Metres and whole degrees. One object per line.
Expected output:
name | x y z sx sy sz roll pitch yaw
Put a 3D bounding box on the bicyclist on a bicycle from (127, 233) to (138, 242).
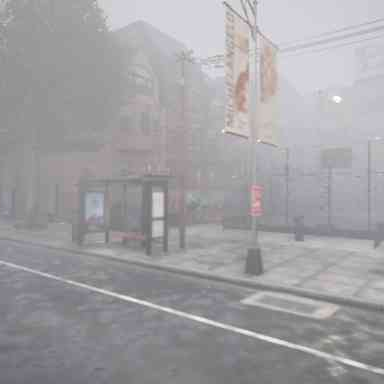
bicyclist on a bicycle | -2.457 1.390 14.758 0.582 1.620 1.656 0 -1 38
